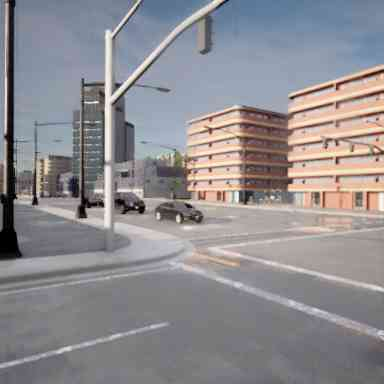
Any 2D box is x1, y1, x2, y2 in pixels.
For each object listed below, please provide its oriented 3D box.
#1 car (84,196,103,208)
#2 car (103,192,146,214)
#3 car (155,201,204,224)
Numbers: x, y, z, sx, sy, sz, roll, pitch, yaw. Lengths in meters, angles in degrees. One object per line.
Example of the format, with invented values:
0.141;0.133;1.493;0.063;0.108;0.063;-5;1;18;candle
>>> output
-12.244;1.199;41.077;1.994;1.385;4.181;0;1;-34;car
-6.578;1.031;32.775;2.150;2.045;5.566;0;1;-34;car
-1.017;1.459;24.620;1.837;1.490;4.892;0;1;-34;car
